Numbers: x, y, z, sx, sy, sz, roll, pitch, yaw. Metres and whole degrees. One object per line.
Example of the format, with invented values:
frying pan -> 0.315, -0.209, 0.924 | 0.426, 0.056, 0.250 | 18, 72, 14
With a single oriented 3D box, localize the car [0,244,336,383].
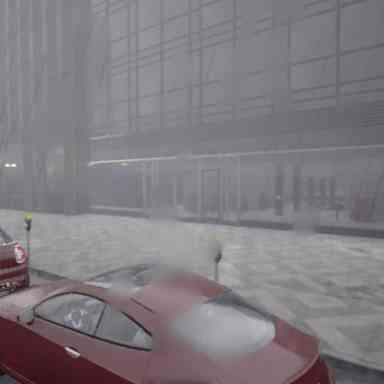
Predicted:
car -> -0.731, 1.469, 3.577 | 4.206, 1.307, 1.802 | 1, 2, 37

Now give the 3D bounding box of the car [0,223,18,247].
car -> -5.228, 1.249, 6.969 | 4.097, 1.590, 1.967 | 1, 2, 37
